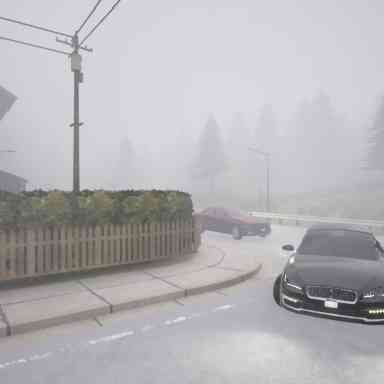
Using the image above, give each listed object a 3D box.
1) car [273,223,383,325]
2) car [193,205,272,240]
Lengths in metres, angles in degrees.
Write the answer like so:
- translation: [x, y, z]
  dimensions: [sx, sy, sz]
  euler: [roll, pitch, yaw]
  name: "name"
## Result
- translation: [3.256, 1.505, 7.366]
  dimensions: [1.837, 1.490, 4.892]
  euler: [0, 0, 27]
  name: "car"
- translation: [1.959, 1.478, 17.502]
  dimensions: [1.882, 1.535, 5.008]
  euler: [0, 0, -33]
  name: "car"
